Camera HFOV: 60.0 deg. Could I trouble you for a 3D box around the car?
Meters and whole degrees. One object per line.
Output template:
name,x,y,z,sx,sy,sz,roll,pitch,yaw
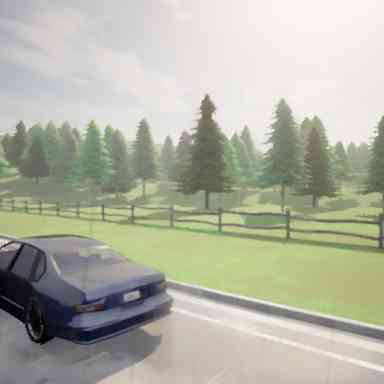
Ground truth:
car,-2.755,1.563,6.494,5.357,1.411,2.033,0,0,42
